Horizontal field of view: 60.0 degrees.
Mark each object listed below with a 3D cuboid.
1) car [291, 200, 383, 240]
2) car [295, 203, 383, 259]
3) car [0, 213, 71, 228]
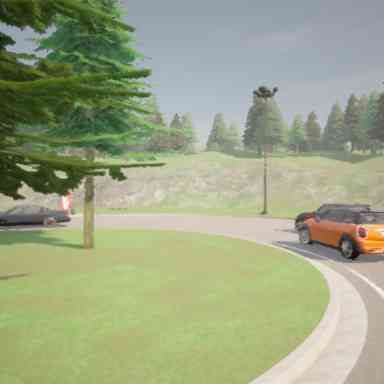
[{"bbox_3d":[7.759,1.377,18.050,2.097,1.767,4.553,0,0,-26],"label":"car"},{"bbox_3d":[5.990,1.371,12.856,2.097,1.767,4.553,0,0,-7],"label":"car"},{"bbox_3d":[-10.442,1.525,20.793,5.357,1.411,2.033,0,0,-30],"label":"car"}]
